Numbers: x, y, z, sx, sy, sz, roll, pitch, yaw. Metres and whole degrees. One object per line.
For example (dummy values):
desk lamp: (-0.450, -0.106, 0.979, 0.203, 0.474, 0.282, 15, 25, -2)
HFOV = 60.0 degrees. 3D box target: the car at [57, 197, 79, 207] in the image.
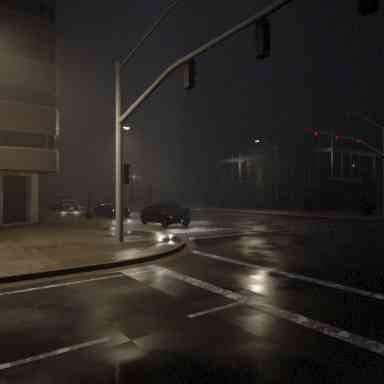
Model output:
car: (-20.259, 1.551, 54.294, 2.128, 1.511, 4.902, 0, 0, -36)

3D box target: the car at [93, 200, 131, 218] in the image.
car: (-7.404, 1.656, 30.640, 1.895, 1.301, 4.718, 0, 0, -36)

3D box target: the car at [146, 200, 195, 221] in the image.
car: (-2.029, 1.533, 29.222, 1.882, 1.535, 5.008, 0, 0, -36)

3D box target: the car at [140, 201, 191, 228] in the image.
car: (-2.014, 1.581, 23.309, 1.812, 1.442, 4.674, 0, 0, -36)

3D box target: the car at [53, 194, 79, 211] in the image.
car: (-16.330, 1.279, 42.861, 2.150, 2.045, 5.566, 0, 0, -36)
